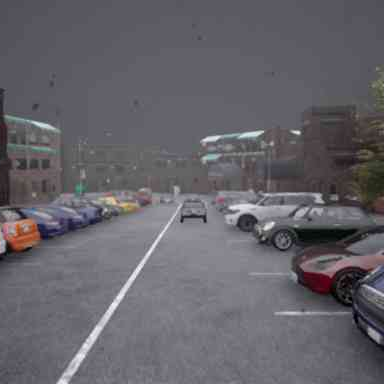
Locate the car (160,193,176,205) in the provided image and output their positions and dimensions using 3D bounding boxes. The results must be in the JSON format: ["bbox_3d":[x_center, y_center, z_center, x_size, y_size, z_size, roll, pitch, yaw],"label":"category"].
[{"bbox_3d":[-3.287,0.899,45.119,2.128,1.511,4.902,0,2,-4],"label":"car"}]

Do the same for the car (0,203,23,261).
[{"bbox_3d":[-7.708,1.154,8.296,5.566,2.045,2.435,0,1,0],"label":"car"}]

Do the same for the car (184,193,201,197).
[{"bbox_3d":[0.057,0.907,40.777,2.097,1.767,4.553,0,2,0],"label":"car"}]

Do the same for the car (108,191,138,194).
[{"bbox_3d":[-7.651,1.040,34.744,4.553,1.767,2.185,0,1,0],"label":"car"}]

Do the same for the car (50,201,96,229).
[{"bbox_3d":[-7.677,1.367,17.112,4.674,1.452,2.002,0,1,0],"label":"car"}]

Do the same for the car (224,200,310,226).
[{"bbox_3d":[4.643,1.290,21.217,5.008,1.535,2.097,0,1,0],"label":"car"}]

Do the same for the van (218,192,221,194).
[{"bbox_3d":[4.532,0.935,35.179,4.442,1.987,1.878,0,1,0],"label":"van"}]

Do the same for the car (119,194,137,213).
[{"bbox_3d":[-7.866,1.220,28.864,5.366,1.575,1.946,0,1,0],"label":"car"}]

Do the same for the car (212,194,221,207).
[{"bbox_3d":[4.655,1.193,32.388,4.892,1.521,2.231,0,1,0],"label":"car"}]

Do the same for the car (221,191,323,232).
[{"bbox_3d":[4.621,1.064,18.421,5.566,2.045,2.435,0,1,0],"label":"car"}]

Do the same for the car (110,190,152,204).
[{"bbox_3d":[-7.653,0.793,40.514,5.566,2.045,2.435,0,1,0],"label":"car"}]

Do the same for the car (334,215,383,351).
[{"bbox_3d":[4.682,1.314,4.454,4.553,1.767,2.185,0,1,0],"label":"car"}]

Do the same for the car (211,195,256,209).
[{"bbox_3d":[4.642,1.110,37.990,4.892,1.521,2.231,0,2,0],"label":"car"}]

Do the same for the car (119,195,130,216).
[{"bbox_3d":[-7.687,1.251,25.801,4.892,1.521,2.231,0,1,0],"label":"car"}]

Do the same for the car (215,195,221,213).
[{"bbox_3d":[4.651,1.256,29.598,4.674,1.452,2.002,0,0,0],"label":"car"}]

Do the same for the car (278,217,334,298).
[{"bbox_3d":[4.620,1.444,7.251,4.792,1.488,2.163,0,1,0],"label":"car"}]

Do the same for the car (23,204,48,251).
[{"bbox_3d":[-7.649,1.255,11.110,4.553,1.767,2.185,0,0,0],"label":"car"}]

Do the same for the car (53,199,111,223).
[{"bbox_3d":[-7.710,1.331,20.051,4.792,1.488,2.163,0,0,0],"label":"car"}]

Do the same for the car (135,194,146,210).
[{"bbox_3d":[-7.496,1.194,31.804,5.366,1.575,1.946,0,1,0],"label":"car"}]

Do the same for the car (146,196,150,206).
[{"bbox_3d":[-7.687,1.118,37.575,5.008,1.535,2.097,0,1,0],"label":"car"}]

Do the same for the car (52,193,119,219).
[{"bbox_3d":[-7.712,1.149,22.988,4.553,1.767,2.185,0,1,0],"label":"car"}]

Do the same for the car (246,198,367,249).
[{"bbox_3d":[4.681,1.238,12.960,4.553,1.767,2.185,0,1,0],"label":"car"}]

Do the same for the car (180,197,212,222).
[{"bbox_3d":[0.101,1.331,24.160,2.033,1.411,5.357,0,0,0],"label":"car"}]

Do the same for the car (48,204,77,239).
[{"bbox_3d":[-7.677,1.394,14.050,4.674,1.452,2.002,0,0,0],"label":"car"}]
